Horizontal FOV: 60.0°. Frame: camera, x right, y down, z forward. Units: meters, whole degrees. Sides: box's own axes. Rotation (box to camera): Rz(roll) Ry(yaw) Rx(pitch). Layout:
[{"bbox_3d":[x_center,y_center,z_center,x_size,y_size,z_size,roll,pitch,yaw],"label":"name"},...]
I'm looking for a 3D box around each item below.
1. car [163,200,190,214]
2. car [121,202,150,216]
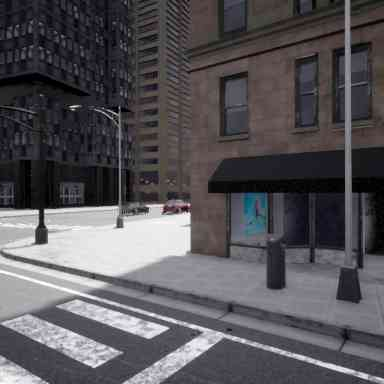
[{"bbox_3d":[-1.773,1.712,40.469,2.097,1.767,4.553,0,-1,21],"label":"car"},{"bbox_3d":[-6.399,1.850,37.496,1.812,1.442,4.674,0,-1,20],"label":"car"}]
